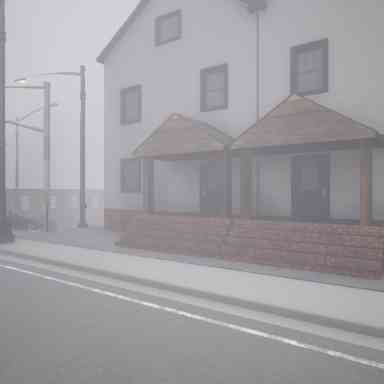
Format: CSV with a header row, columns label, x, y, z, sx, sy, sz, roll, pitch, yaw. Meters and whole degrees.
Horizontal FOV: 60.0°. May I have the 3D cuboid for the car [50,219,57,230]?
label,x,y,z,sx,sy,sz,roll,pitch,yaw
car,-14.069,2.655,29.317,1.994,1.385,4.181,0,-9,36

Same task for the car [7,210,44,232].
label,x,y,z,sx,sy,sz,roll,pitch,yaw
car,-13.433,2.014,23.873,1.812,1.442,4.674,0,-8,36

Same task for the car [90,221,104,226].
label,x,y,z,sx,sy,sz,roll,pitch,yaw
car,-8.969,3.820,36.408,2.097,1.767,4.553,0,-12,35
